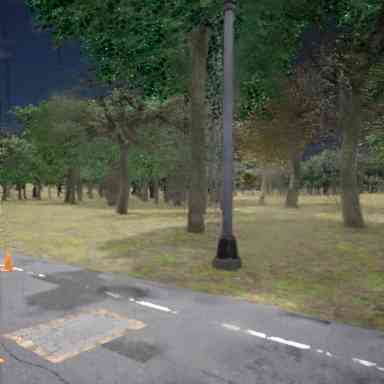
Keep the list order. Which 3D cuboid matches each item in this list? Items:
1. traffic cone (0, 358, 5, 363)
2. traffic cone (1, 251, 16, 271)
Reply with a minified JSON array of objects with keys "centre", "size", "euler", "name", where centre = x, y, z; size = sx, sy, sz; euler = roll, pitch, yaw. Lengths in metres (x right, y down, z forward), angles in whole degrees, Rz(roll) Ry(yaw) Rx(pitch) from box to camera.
[{"centre":[-2.823,2.056,4.577],"size":[0.340,0.580,0.340],"euler":[-1,-2,37],"name":"traffic cone"},{"centre":[-5.825,2.181,10.574],"size":[0.340,0.580,0.340],"euler":[0,-2,37],"name":"traffic cone"}]
